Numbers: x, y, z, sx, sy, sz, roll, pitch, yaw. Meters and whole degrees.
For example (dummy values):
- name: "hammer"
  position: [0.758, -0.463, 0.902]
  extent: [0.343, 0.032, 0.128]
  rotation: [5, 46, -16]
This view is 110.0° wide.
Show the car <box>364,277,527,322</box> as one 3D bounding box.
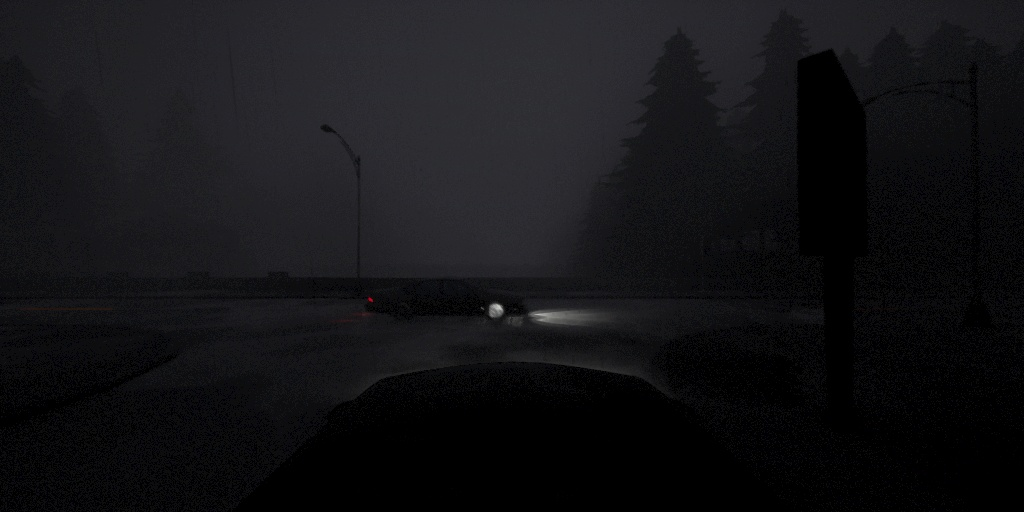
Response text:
- name: "car"
  position: [-2.178, 1.439, 12.396]
  extent: [5.357, 1.411, 2.033]
  rotation: [0, -1, 0]
